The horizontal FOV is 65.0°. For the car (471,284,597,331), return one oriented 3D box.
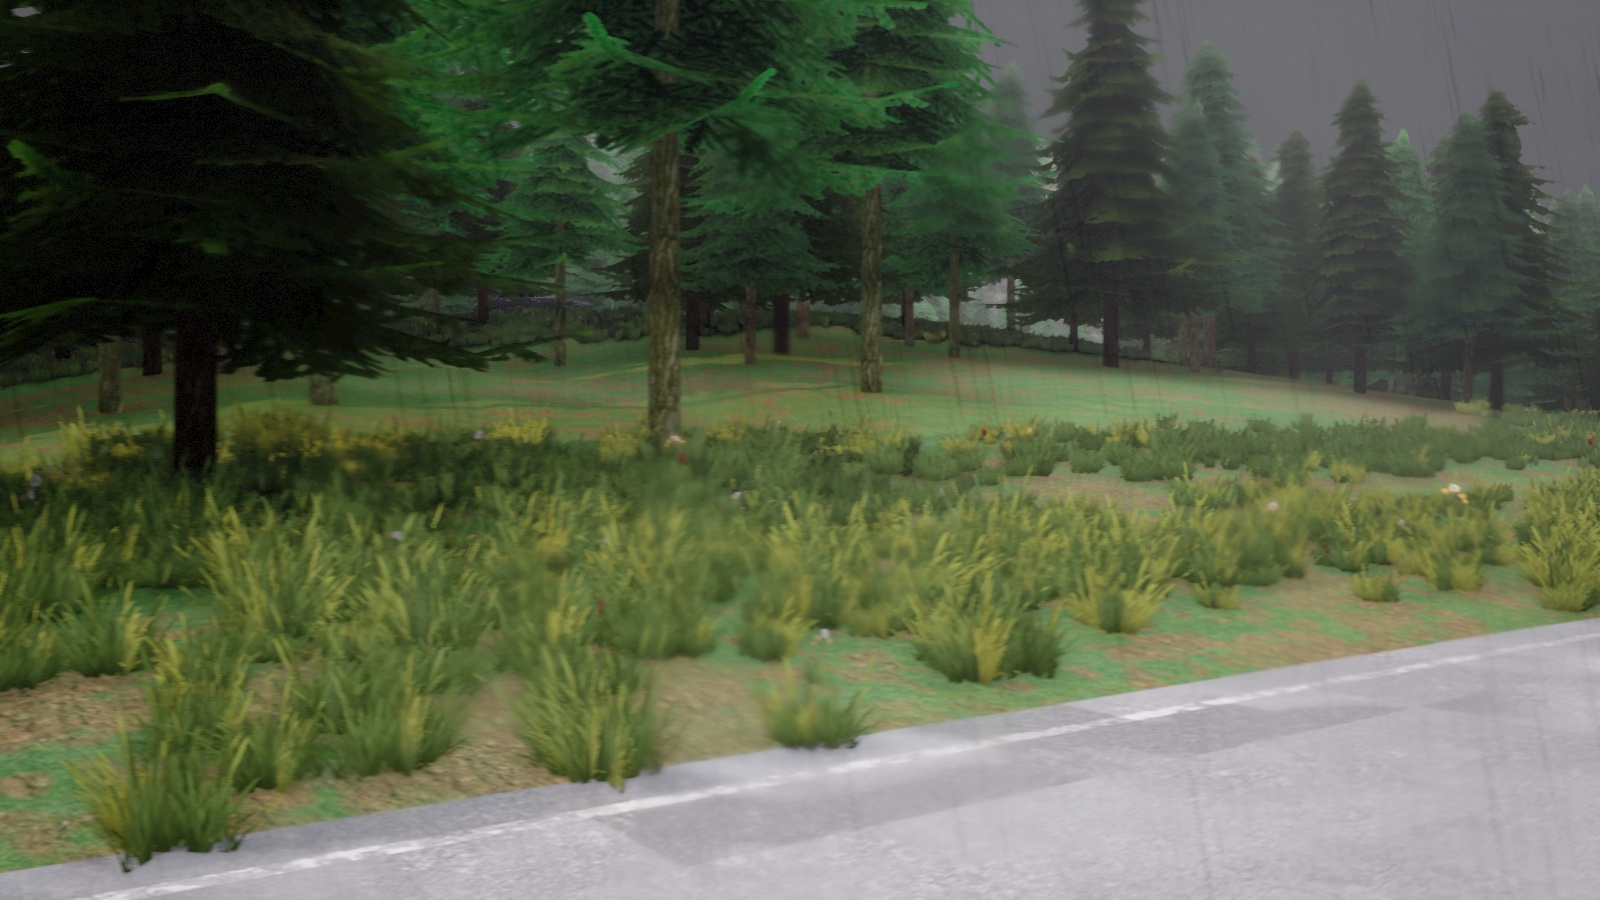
[{"bbox_3d":[-10.850,-5.839,51.531,4.892,1.490,1.837,-4,1,-9],"label":"car"}]

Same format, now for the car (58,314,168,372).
[{"bbox_3d":[-29.017,-4.492,53.035,3.866,1.878,1.905,-5,-2,20],"label":"car"}]
